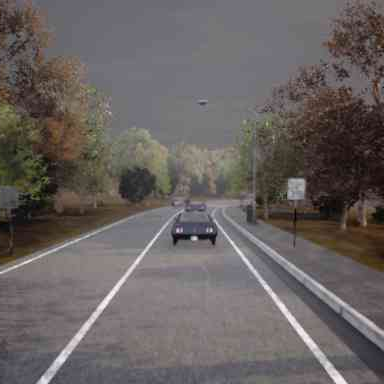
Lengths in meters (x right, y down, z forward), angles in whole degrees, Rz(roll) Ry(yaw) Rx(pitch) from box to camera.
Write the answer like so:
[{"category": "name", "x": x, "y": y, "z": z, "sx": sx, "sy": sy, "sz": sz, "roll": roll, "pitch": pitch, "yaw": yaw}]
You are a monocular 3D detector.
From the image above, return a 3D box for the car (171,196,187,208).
[{"category": "car", "x": -1.610, "y": 1.374, "z": 46.241, "sx": 2.128, "sy": 1.511, "sz": 4.902, "roll": 1, "pitch": 0, "yaw": 10}]

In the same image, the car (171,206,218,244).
[{"category": "car", "x": 0.099, "y": 1.566, "z": 15.563, "sx": 1.895, "sy": 1.301, "sz": 4.718, "roll": 0, "pitch": 0, "yaw": 0}]

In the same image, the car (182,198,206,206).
[{"category": "car", "x": 0.426, "y": 1.497, "z": 31.535, "sx": 1.895, "sy": 1.301, "sz": 4.718, "roll": 0, "pitch": -1, "yaw": 2}]
